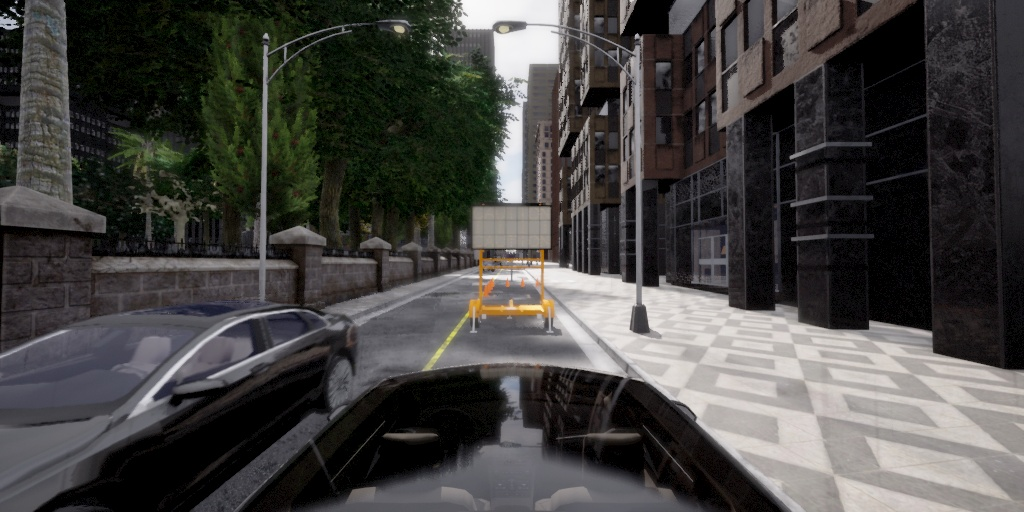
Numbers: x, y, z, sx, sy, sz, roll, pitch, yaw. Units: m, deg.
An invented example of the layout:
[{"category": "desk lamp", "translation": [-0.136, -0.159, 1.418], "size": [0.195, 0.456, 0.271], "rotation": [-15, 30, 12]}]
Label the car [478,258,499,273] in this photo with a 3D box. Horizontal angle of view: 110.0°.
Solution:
[{"category": "car", "translation": [-3.151, 1.315, 44.794], "size": [2.128, 1.511, 4.902], "rotation": [0, 0, 0]}]

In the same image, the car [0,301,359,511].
[{"category": "car", "translation": [-3.100, 1.242, 3.213], "size": [2.128, 1.511, 4.902], "rotation": [0, 0, 0]}]

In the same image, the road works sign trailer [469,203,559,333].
[{"category": "road works sign trailer", "translation": [-0.009, 0.221, 10.757], "size": [2.380, 3.560, 2.880], "rotation": [0, 0, 0]}]
